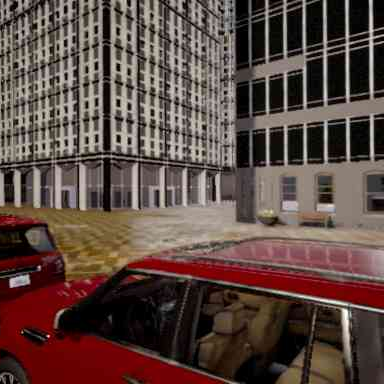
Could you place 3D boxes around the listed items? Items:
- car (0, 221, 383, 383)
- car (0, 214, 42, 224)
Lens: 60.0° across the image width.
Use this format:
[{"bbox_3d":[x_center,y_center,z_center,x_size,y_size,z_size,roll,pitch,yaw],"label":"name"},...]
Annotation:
[{"bbox_3d":[0.324,1.313,2.653,5.009,1.841,2.192,0,0,35],"label":"car"},{"bbox_3d":[-4.308,1.304,5.955,5.009,1.841,2.192,0,0,35],"label":"car"}]
